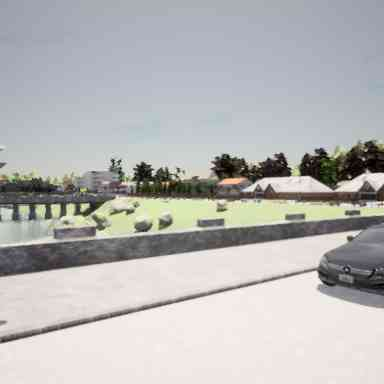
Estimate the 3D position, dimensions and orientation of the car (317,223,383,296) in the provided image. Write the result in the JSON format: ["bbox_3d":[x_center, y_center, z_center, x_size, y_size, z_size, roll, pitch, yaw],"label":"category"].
[{"bbox_3d":[5.057,1.523,8.214,4.674,1.442,1.812,0,0,-36],"label":"car"}]
